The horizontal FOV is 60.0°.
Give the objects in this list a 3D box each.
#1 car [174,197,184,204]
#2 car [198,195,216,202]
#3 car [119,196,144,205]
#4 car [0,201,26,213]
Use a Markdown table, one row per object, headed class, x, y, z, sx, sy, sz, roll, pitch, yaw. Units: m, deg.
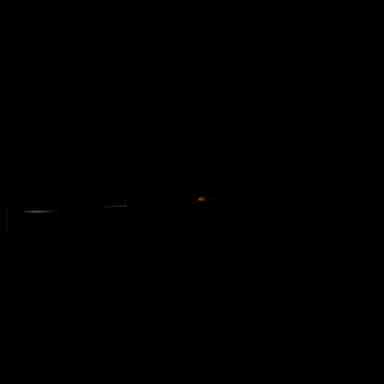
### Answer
| class | x | y | z | sx | sy | sz | roll | pitch | yaw |
| --- | --- | --- | --- | --- | --- | --- | --- | --- | --- |
| car | -3.260 | 1.524 | 61.548 | 1.994 | 1.385 | 4.181 | 0 | 0 | 37 |
| car | 3.173 | 1.384 | 70.358 | 1.882 | 1.535 | 5.008 | 0 | 0 | 36 |
| car | -10.251 | 1.459 | 57.311 | 1.882 | 1.535 | 5.008 | 0 | 0 | 37 |
| car | -21.174 | 1.721 | 37.327 | 1.812 | 1.442 | 4.674 | 0 | 1 | 36 |
